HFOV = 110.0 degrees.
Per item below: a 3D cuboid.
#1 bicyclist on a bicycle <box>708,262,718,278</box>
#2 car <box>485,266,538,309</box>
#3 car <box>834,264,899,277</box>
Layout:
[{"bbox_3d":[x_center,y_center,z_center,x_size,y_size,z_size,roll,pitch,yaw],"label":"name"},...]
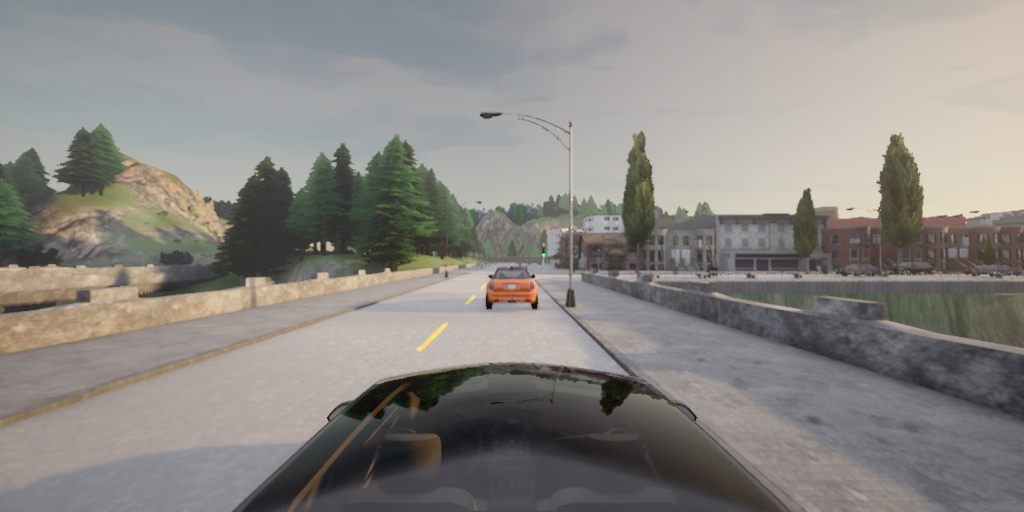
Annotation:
[{"bbox_3d":[20.100,1.417,35.930,0.582,1.620,1.656,0,-1,0],"label":"bicyclist on a bicycle"},{"bbox_3d":[-0.003,1.232,15.932,2.097,1.767,4.553,0,-1,0],"label":"car"},{"bbox_3d":[39.415,1.656,40.242,5.357,1.411,2.033,0,-1,0],"label":"car"}]
